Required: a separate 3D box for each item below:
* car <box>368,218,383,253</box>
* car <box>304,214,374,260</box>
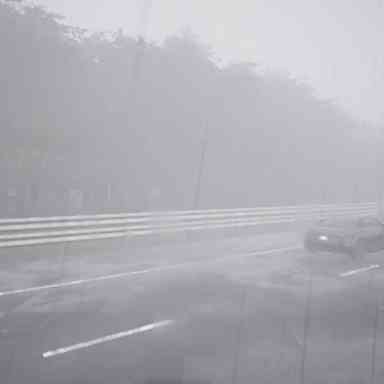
[{"bbox_3d":[7.035,1.455,8.791,4.902,1.511,2.128,0,0,-35],"label":"car"},{"bbox_3d":[6.086,1.522,12.404,4.181,1.385,1.994,0,0,-35],"label":"car"}]
